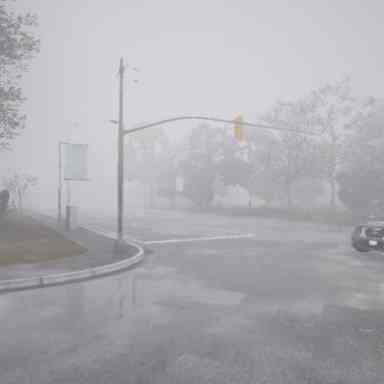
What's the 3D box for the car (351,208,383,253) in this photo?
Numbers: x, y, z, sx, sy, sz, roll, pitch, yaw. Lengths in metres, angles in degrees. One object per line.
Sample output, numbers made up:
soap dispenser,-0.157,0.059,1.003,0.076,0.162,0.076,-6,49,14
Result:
car,8.996,1.565,13.817,5.566,2.045,2.150,1,-1,-33
